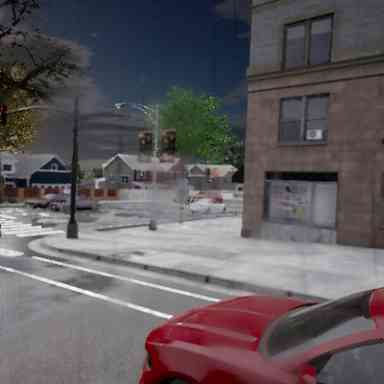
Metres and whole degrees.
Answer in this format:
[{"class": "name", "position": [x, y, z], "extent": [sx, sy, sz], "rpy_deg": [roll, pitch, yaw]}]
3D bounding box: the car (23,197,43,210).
[{"class": "car", "position": [-12.157, 0.824, 29.962], "extent": [2.033, 1.411, 5.357], "rpy_deg": [4, 2, 35]}]

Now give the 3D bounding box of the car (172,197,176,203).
[{"class": "car", "position": [-0.655, 0.987, 46.107], "extent": [1.895, 1.301, 4.718], "rpy_deg": [4, 2, 36]}]

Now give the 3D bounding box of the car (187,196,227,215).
[{"class": "car", "position": [1.613, 1.381, 32.197], "extent": [1.812, 1.442, 4.674], "rpy_deg": [4, 2, 36]}]

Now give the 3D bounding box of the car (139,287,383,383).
[{"class": "car", "position": [1.806, 1.481, 2.397], "extent": [5.008, 1.535, 1.882], "rpy_deg": [1, 0, 36]}]

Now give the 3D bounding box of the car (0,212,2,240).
[{"class": "car", "position": [-8.370, 1.151, 12.388], "extent": [2.097, 1.767, 4.553], "rpy_deg": [1, 0, -28]}]

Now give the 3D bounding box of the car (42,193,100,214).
[{"class": "car", "position": [-9.734, 1.012, 27.764], "extent": [1.994, 1.385, 4.181], "rpy_deg": [4, 2, 35]}]

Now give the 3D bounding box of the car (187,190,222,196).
[{"class": "car", "position": [2.034, 0.782, 44.256], "extent": [2.150, 2.045, 5.566], "rpy_deg": [4, 2, 35]}]
